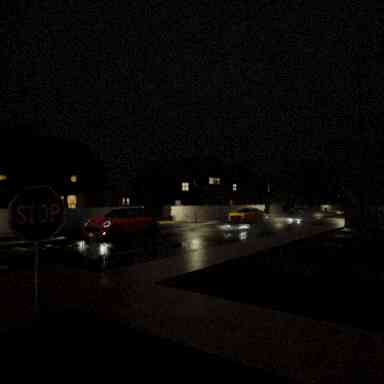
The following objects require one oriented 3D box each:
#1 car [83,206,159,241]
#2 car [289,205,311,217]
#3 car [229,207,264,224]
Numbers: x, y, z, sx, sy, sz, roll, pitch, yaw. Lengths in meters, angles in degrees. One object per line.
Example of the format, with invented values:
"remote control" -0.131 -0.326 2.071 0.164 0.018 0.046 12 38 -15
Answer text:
"car" -3.985 1.712 19.213 2.097 1.767 4.553 0 -2 35
"car" 15.011 2.538 46.026 2.128 1.511 4.902 0 -2 35
"car" 5.358 2.240 32.473 1.882 1.535 5.008 0 -2 35
